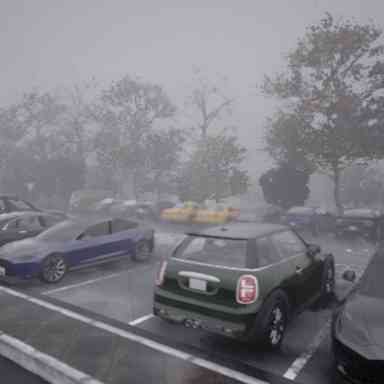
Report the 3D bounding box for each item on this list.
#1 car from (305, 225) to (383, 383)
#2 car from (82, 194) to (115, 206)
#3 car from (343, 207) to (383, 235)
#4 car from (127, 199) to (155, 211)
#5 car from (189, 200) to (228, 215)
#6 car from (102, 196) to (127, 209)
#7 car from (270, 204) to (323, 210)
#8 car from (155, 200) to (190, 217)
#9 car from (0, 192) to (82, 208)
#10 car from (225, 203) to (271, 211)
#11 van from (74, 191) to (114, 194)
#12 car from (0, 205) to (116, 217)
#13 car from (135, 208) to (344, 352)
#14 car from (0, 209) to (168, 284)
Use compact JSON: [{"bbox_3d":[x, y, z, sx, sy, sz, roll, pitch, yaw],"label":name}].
[{"bbox_3d":[3.588,1.567,5.059,2.163,1.488,4.792,0,0,36],"label":"car"},{"bbox_3d":[-6.915,1.204,28.878,2.002,1.452,4.674,2,1,36],"label":"car"},{"bbox_3d":[8.879,1.520,17.409,2.097,1.535,5.008,0,0,36],"label":"car"},{"bbox_3d":[-2.290,1.346,25.554,2.163,1.488,4.792,2,1,36],"label":"car"},{"bbox_3d":[2.325,1.427,22.400,1.946,1.575,5.366,1,1,36],"label":"car"},{"bbox_3d":[-4.662,1.282,27.243,2.002,1.452,4.674,2,1,36],"label":"car"},{"bbox_3d":[6.621,1.499,19.048,2.097,1.535,5.008,1,0,36],"label":"car"},{"bbox_3d":[0.062,1.375,24.042,1.946,1.575,5.366,1,1,36],"label":"car"},{"bbox_3d":[-7.656,1.133,13.287,2.435,2.045,5.566,1,1,36],"label":"car"},{"bbox_3d":[4.348,1.499,20.667,2.163,1.488,4.792,1,1,36],"label":"car"},{"bbox_3d":[-9.148,0.866,30.338,1.878,1.987,4.442,2,2,36],"label":"van"},{"bbox_3d":[-5.423,1.437,11.624,2.231,1.521,4.892,1,1,36],"label":"car"},{"bbox_3d":[1.331,1.401,6.694,2.185,1.767,4.553,0,0,36],"label":"car"},{"bbox_3d":[-3.187,1.508,9.974,2.163,1.488,4.792,1,0,36],"label":"car"}]
